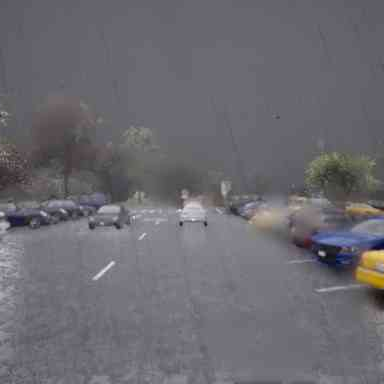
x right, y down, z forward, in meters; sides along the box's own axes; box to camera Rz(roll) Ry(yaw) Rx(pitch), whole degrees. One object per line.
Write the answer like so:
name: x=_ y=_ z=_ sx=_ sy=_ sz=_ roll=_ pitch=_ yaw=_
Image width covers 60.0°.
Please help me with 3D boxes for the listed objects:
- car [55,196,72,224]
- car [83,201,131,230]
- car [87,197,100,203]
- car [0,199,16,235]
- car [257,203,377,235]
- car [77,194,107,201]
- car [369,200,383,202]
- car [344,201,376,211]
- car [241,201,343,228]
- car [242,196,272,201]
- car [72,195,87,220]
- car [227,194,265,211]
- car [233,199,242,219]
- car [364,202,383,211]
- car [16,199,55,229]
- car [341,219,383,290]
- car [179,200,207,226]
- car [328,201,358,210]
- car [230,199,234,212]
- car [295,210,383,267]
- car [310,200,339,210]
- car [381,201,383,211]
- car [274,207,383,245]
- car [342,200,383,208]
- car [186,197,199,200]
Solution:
car: x=-10.989 y=1.357 z=23.227 sx=4.553 sy=1.767 sz=2.185 roll=-1 pitch=0 yaw=-20
car: x=-5.100 y=1.522 z=21.181 sx=1.812 sy=1.442 sz=4.674 roll=0 pitch=0 yaw=0
car: x=-10.965 y=1.483 z=29.279 sx=4.892 sy=1.521 sz=2.231 roll=-1 pitch=0 yaw=-20
car: x=-10.930 y=1.233 z=14.181 sx=5.566 sy=2.045 sz=2.435 roll=-1 pitch=0 yaw=-20
car: x=5.996 y=1.485 z=16.078 sx=4.892 sy=1.521 sz=2.231 roll=1 pitch=0 yaw=-20
car: x=-10.985 y=1.230 z=32.283 sx=5.566 sy=2.045 sz=2.435 roll=-1 pitch=0 yaw=-20
car: x=25.425 y=2.141 z=43.812 sx=2.435 sy=2.045 sz=5.566 roll=2 pitch=1 yaw=-21
car: x=31.387 y=2.602 z=62.229 sx=1.946 sy=1.575 sz=5.366 roll=2 pitch=-1 yaw=-21
car: x=5.823 y=1.478 z=18.961 sx=5.366 sy=1.575 sz=1.946 roll=1 pitch=0 yaw=-20
car: x=6.024 y=1.358 z=21.999 sx=4.553 sy=1.767 sz=2.185 roll=1 pitch=0 yaw=-20
car: x=-10.929 y=1.356 z=26.265 sx=4.553 sy=1.767 sz=2.185 roll=-1 pitch=0 yaw=-20
car: x=6.015 y=1.230 z=30.883 sx=5.566 sy=2.045 sz=2.435 roll=1 pitch=0 yaw=-20
car: x=5.996 y=1.483 z=24.950 sx=4.892 sy=1.521 sz=2.231 roll=1 pitch=0 yaw=-20
car: x=34.862 y=2.737 z=62.078 sx=2.163 sy=1.488 sz=4.792 roll=2 pitch=-1 yaw=-21
car: x=-10.981 y=1.358 z=20.200 sx=4.553 sy=1.767 sz=2.185 roll=-1 pitch=0 yaw=-20
car: x=6.167 y=1.485 z=7.267 sx=5.366 sy=1.575 sz=1.946 roll=1 pitch=0 yaw=-20
car: x=0.091 y=1.521 z=23.473 sx=1.812 sy=1.442 sz=4.674 roll=0 pitch=0 yaw=0
car: x=28.067 y=2.503 z=62.006 sx=2.231 sy=1.521 sz=4.892 roll=2 pitch=-1 yaw=-21
car: x=5.989 y=1.521 z=27.907 sx=4.674 sy=1.452 sz=2.002 roll=1 pitch=0 yaw=-20
car: x=5.993 y=1.485 z=10.163 sx=5.008 sy=1.535 sz=2.097 roll=1 pitch=0 yaw=-20
car: x=24.674 y=2.399 z=61.973 sx=2.231 sy=1.521 sz=4.892 roll=2 pitch=-1 yaw=-21
car: x=38.234 y=2.685 z=62.180 sx=2.185 sy=1.767 sz=4.553 roll=2 pitch=-1 yaw=-21
car: x=6.019 y=1.514 z=13.129 sx=4.792 sy=1.488 sz=2.163 roll=1 pitch=0 yaw=-20
car: x=22.446 y=2.287 z=43.635 sx=1.946 sy=1.575 sz=5.366 roll=2 pitch=1 yaw=-21
car: x=0.112 y=1.349 z=37.291 sx=2.097 sy=1.767 sz=4.553 roll=0 pitch=0 yaw=1
